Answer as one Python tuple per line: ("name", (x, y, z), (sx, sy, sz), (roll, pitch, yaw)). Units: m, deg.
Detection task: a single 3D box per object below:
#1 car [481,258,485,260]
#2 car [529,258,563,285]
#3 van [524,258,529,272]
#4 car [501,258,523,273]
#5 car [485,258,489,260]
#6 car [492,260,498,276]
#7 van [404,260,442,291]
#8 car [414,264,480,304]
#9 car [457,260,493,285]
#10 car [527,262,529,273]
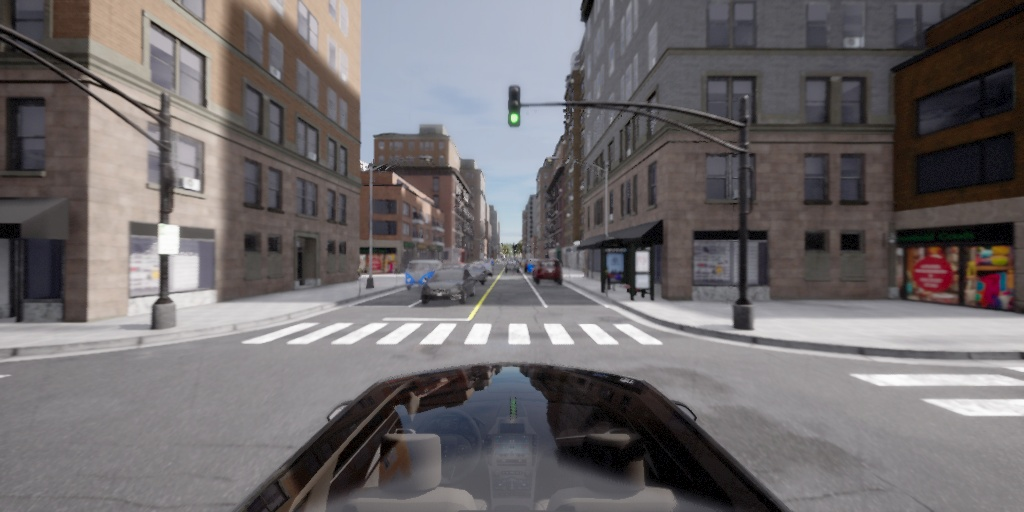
("car", (-5.384, 1.449, 54.559), (1.751, 1.417, 4.829), (0, 0, 0))
("car", (2.713, 1.173, 27.696), (2.192, 1.841, 5.009), (0, 0, 0))
("van", (2.702, 1.257, 43.914), (1.690, 1.789, 3.998), (0, 0, 0))
("car", (0.016, 1.407, 46.666), (2.128, 1.511, 4.902), (0, 0, 0))
("car", (-5.381, 1.494, 60.134), (2.007, 1.370, 4.403), (0, 0, 0))
("car", (-2.830, 1.421, 37.817), (2.033, 1.411, 5.357), (0, 0, 0))
("van", (-5.401, 1.149, 22.291), (1.690, 1.789, 3.998), (0, 0, 0))
("car", (-2.830, 1.303, 16.716), (1.837, 1.490, 4.892), (0, 0, 1))
("car", (-2.838, 1.327, 27.142), (2.128, 1.511, 4.902), (0, 0, 0))
("car", (2.709, 1.428, 33.102), (2.007, 1.370, 4.403), (0, 0, 0))
